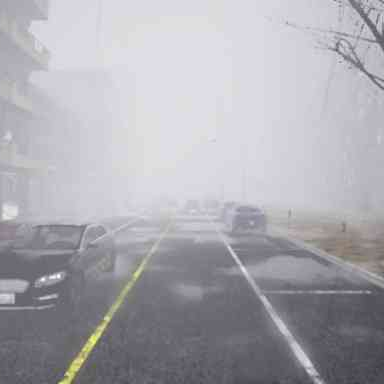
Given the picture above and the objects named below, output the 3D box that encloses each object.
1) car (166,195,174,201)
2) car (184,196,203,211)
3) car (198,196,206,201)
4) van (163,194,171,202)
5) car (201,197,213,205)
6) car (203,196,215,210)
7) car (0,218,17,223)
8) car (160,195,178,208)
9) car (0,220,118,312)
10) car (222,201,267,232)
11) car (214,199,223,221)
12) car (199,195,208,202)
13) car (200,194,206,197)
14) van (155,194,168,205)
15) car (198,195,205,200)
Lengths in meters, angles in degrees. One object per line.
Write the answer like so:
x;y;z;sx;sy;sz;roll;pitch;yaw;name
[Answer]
-5.718;1.603;87.320;2.008;1.369;4.403;0;0;0;car
0.020;1.550;40.070;2.033;1.411;5.357;0;0;1;car
2.663;1.618;87.323;1.947;1.339;4.313;0;0;0;car
-5.713;1.378;76.275;1.690;1.788;3.998;0;0;0;van
2.673;1.570;59.709;2.008;1.369;4.403;0;0;0;car
2.679;1.571;43.140;1.947;1.339;4.313;0;0;0;car
-5.689;1.543;10.000;1.887;1.381;4.507;0;0;0;car
-3.089;1.573;48.758;1.994;1.385;4.181;0;0;0;car
-3.092;1.491;7.930;2.128;1.511;4.902;0;0;0;car
3.133;1.475;19.911;1.882;1.535;5.008;0;0;0;car
3.130;1.476;26.911;1.882;1.535;5.008;0;0;0;car
2.667;1.477;76.277;1.967;1.590;4.097;0;0;0;car
2.675;1.455;54.186;1.967;1.590;4.097;0;0;0;car
-5.707;1.361;59.707;1.690;1.788;3.998;0;0;0;van
2.661;1.606;92.846;1.887;1.381;4.507;0;0;0;car
